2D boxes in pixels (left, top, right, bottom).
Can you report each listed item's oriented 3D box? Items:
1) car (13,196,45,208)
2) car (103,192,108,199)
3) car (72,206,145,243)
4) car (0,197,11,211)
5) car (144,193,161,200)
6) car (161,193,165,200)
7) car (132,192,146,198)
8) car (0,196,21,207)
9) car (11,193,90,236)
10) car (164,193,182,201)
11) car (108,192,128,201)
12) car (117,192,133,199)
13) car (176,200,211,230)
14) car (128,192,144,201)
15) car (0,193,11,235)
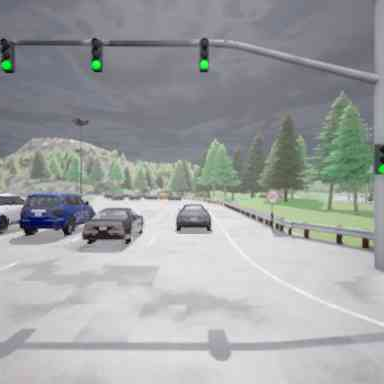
[{"bbox_3d":[-21.065,1.274,43.226,1.895,1.301,4.718,0,0,0],"label":"car"},{"bbox_3d":[-18.881,0.783,76.224,2.128,1.511,4.902,0,0,-30],"label":"car"},{"bbox_3d":[-3.404,1.428,15.242,2.033,1.411,5.357,0,0,0],"label":"car"},{"bbox_3d":[-21.007,1.302,34.597,1.994,1.385,4.181,0,0,0],"label":"car"},{"bbox_3d":[-8.644,1.060,69.927,1.895,1.301,4.718,0,0,-22],"label":"car"},{"bbox_3d":[-6.643,0.915,74.642,1.882,1.535,5.008,0,0,-26],"label":"car"},{"bbox_3d":[-12.585,0.785,79.283,1.994,1.385,4.181,0,0,-30],"label":"car"},{"bbox_3d":[-24.582,1.233,43.804,1.994,1.385,4.181,0,0,-3],"label":"car"},{"bbox_3d":[-6.903,1.085,17.626,2.150,2.045,5.566,0,0,0],"label":"car"},{"bbox_3d":[-3.446,1.072,65.106,1.994,1.385,4.181,0,0,-18],"label":"car"},{"bbox_3d":[-14.922,1.001,66.745,2.128,1.511,4.902,0,0,-22],"label":"car"},{"bbox_3d":[-15.733,0.785,77.753,2.033,1.411,5.357,0,0,-30],"label":"car"},{"bbox_3d":[0.095,1.411,19.700,1.994,1.385,4.181,0,0,0],"label":"car"},{"bbox_3d":[-11.744,1.006,68.244,1.812,1.442,4.674,0,0,-22],"label":"car"},{"bbox_3d":[-10.403,1.082,17.973,2.150,2.045,5.566,0,0,0],"label":"car"}]
